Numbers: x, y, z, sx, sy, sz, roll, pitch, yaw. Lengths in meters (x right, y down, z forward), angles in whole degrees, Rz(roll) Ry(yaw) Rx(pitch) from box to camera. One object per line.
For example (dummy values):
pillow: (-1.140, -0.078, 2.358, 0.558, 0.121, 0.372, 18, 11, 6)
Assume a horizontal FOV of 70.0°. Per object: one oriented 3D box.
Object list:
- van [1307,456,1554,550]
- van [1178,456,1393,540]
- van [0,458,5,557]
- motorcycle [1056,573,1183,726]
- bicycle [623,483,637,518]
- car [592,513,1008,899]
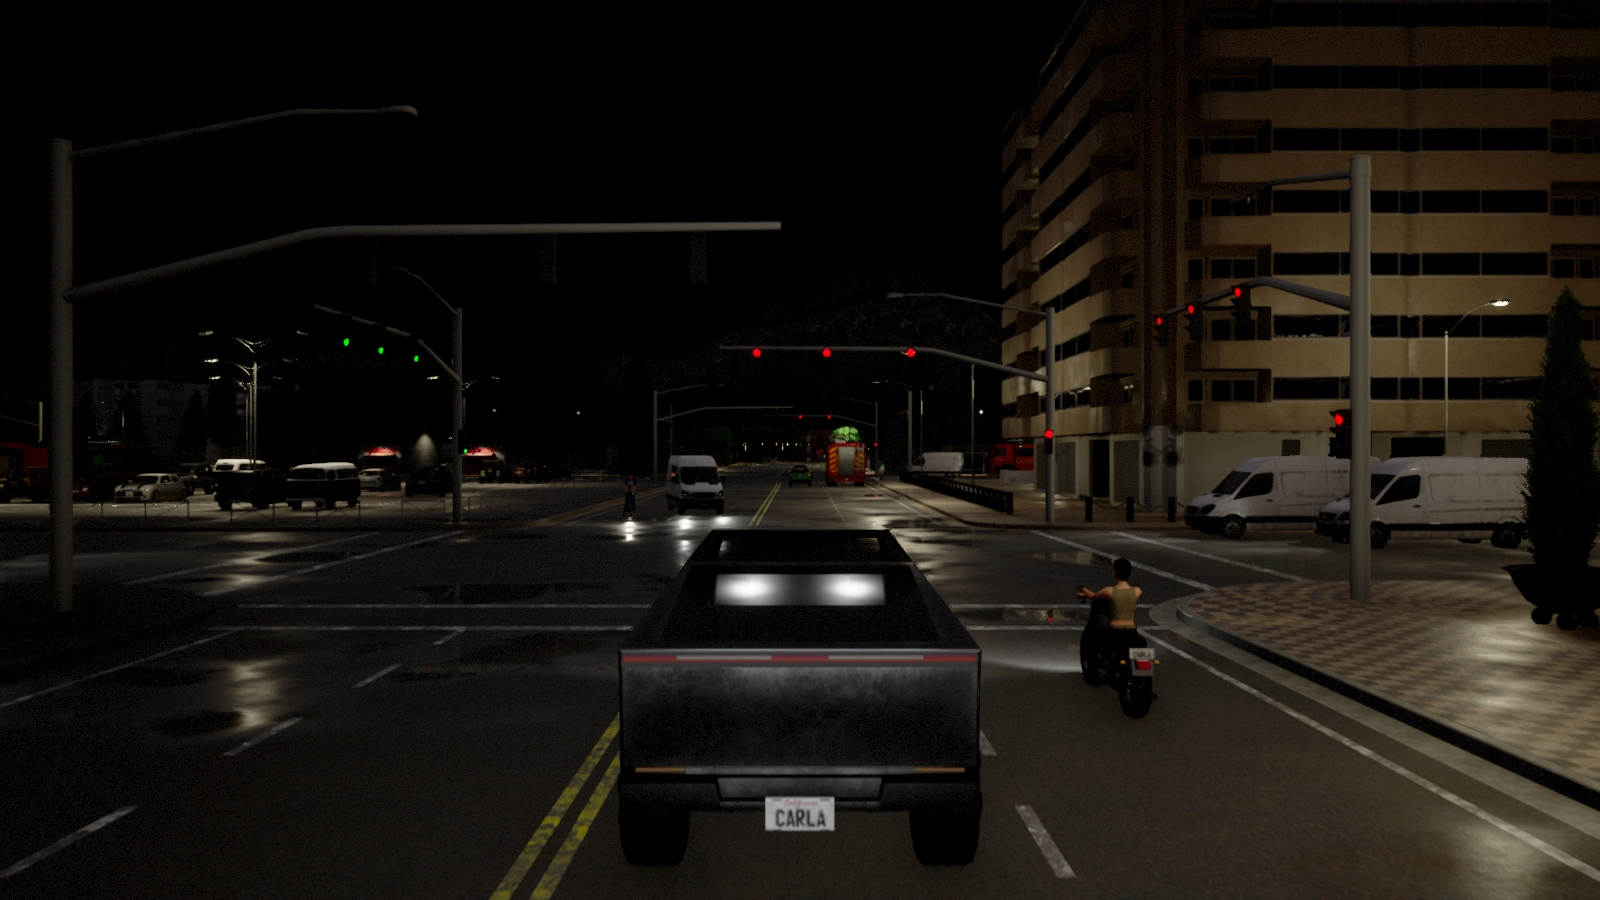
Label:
van: (17.791, 1.475, 32.435, 5.915, 2.561, 1.988, 0, 0, 0)
van: (15.165, 1.475, 35.917, 5.915, 2.561, 1.988, 0, 0, 0)
van: (-23.473, 1.475, 28.491, 5.915, 2.561, 1.988, 0, 0, 0)
motorcycle: (3.502, 2.153, 12.773, 0.764, 1.307, 2.356, 0, 0, 0)
bicycle: (-7.113, 2.105, 47.858, 0.373, 1.385, 1.643, 0, 0, -1)
car: (0.000, 1.752, 9.707, 2.390, 2.098, 6.274, 0, 0, 0)
